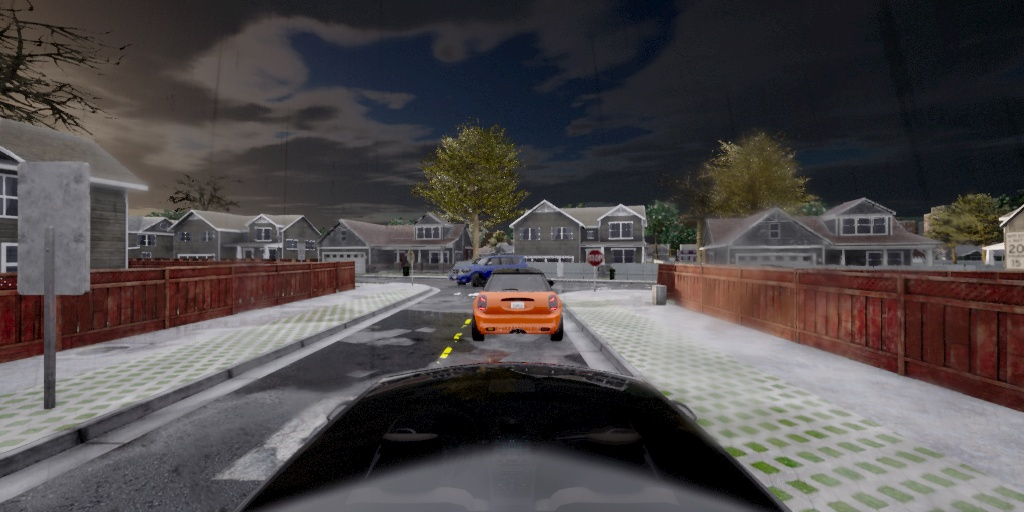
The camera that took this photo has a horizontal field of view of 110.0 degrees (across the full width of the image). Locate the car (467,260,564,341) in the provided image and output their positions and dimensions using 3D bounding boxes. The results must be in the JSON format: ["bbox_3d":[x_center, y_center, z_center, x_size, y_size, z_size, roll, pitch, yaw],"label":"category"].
[{"bbox_3d":[0.132,1.103,10.016,2.097,1.767,4.553,0,0,0],"label":"car"}]

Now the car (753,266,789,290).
[{"bbox_3d":[15.406,1.351,22.183,4.892,1.490,1.837,0,0,19],"label":"car"}]

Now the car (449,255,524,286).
[{"bbox_3d":[-1.421,0.977,24.008,5.566,2.045,2.150,0,-2,-38],"label":"car"}]
